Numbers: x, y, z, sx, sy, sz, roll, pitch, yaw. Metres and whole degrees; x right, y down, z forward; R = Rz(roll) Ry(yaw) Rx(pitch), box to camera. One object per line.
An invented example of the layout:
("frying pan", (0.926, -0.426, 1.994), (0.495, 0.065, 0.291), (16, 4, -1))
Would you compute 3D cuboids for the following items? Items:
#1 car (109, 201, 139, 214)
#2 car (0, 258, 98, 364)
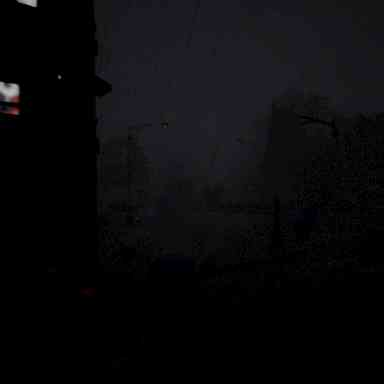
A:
("car", (-8.015, 1.759, 39.001), (1.994, 1.385, 4.181), (-1, 1, -41))
("car", (-3.364, 1.581, 4.295), (4.206, 1.307, 1.802), (0, -1, -35))
